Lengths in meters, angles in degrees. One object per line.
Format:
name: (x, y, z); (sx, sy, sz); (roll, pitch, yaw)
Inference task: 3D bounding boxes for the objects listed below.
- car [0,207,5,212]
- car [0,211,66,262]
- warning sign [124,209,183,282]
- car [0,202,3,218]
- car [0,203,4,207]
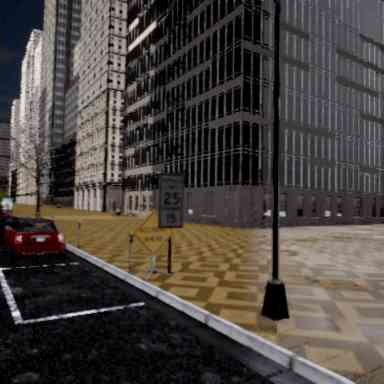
car: (-16.058, 2.176, 27.822); (1.802, 1.307, 4.206); (3, -3, -33)
car: (-6.546, 1.774, 13.658); (1.967, 1.590, 4.097); (3, -3, -33)
warning sign: (-1.103, 1.442, 9.505); (1.300, 1.860, 1.060); (2, -3, -33)
car: (-25.456, 2.176, 42.071); (2.192, 1.841, 5.009); (3, -3, -33)
car: (-22.321, 2.087, 37.325); (2.192, 1.841, 5.009); (3, -3, -33)
